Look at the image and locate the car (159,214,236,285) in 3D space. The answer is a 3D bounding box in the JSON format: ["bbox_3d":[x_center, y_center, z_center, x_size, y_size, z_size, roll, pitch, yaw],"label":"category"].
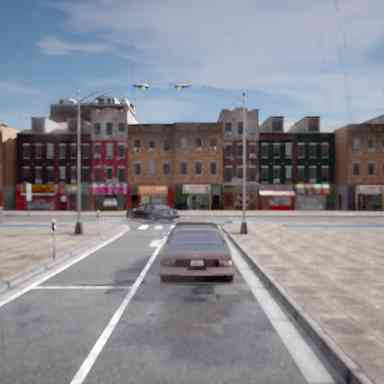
[{"bbox_3d":[0.112,1.590,9.667,2.033,1.411,5.357,0,0,0],"label":"car"}]

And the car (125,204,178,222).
[{"bbox_3d":[-3.350,1.667,27.490,2.033,1.411,5.357,0,0,-44],"label":"car"}]
